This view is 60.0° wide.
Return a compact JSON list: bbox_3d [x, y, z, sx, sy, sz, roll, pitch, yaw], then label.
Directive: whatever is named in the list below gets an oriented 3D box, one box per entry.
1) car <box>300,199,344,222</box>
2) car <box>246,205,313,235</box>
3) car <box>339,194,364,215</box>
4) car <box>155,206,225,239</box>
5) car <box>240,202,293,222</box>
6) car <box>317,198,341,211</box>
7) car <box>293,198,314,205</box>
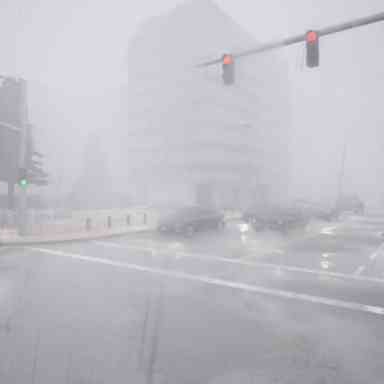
[{"bbox_3d":[10.426,1.552,26.500,1.812,1.442,4.674,0,0,36],"label":"car"},{"bbox_3d":[5.191,1.630,19.252,1.895,1.301,4.718,0,0,36],"label":"car"},{"bbox_3d":[16.586,1.245,35.020,2.150,2.045,5.566,0,0,36],"label":"car"},{"bbox_3d":[0.038,1.552,18.089,1.837,1.490,4.892,0,0,36],"label":"car"},{"bbox_3d":[5.734,1.592,25.992,2.033,1.411,5.357,0,0,36],"label":"car"},{"bbox_3d":[17.368,1.565,42.058,1.812,1.442,4.674,0,0,37],"label":"car"},{"bbox_3d":[11.320,1.394,33.736,2.097,1.767,4.553,0,0,36],"label":"car"}]
